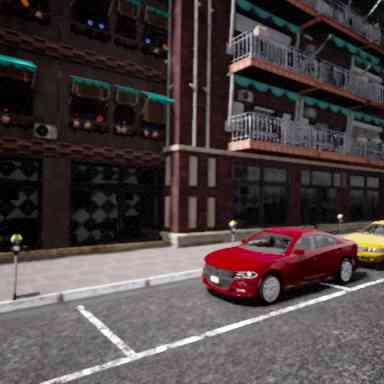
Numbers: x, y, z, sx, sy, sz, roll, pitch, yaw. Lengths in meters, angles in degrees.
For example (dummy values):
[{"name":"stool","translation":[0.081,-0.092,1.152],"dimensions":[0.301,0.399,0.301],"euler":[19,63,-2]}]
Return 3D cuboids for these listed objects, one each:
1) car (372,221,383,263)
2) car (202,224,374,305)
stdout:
[{"name":"car","translation":[6.777,1.574,11.382],"dimensions":[4.829,1.417,1.752],"euler":[0,1,-36]},{"name":"car","translation":[2.307,1.572,8.193],"dimensions":[4.507,1.381,1.887],"euler":[0,1,-36]}]
